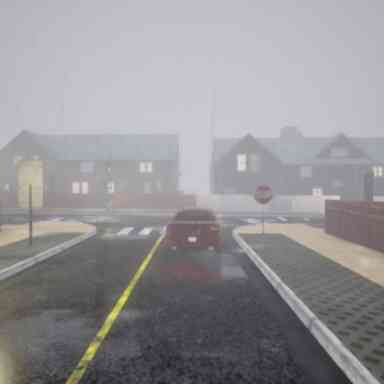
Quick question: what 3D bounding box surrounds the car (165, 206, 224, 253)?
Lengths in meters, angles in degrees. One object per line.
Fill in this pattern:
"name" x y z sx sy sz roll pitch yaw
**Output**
"car" 0.179 1.281 12.750 1.882 1.535 5.008 0 1 4
